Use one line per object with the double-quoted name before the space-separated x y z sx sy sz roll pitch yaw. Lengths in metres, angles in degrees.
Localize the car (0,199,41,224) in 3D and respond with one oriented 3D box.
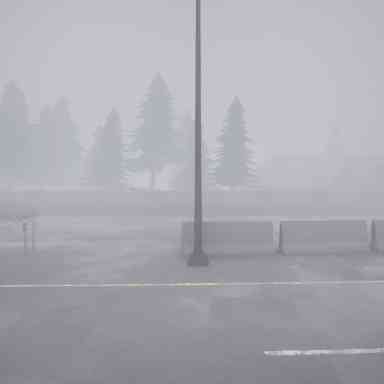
"car" -13.635 1.492 24.065 4.902 1.511 2.128 0 0 3
